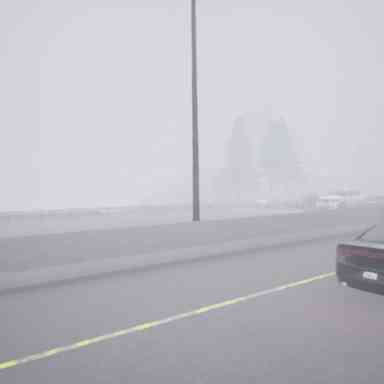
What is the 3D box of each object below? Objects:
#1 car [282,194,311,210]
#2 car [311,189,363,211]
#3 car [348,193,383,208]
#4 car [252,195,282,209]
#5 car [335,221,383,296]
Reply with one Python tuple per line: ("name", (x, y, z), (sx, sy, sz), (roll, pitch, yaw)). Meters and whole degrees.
("car", (11.736, 1.008, 33.848), (4.892, 1.490, 1.837), (-1, 1, -35))
("car", (14.038, 0.722, 31.204), (5.566, 2.045, 2.150), (-1, 0, -35))
("car", (15.506, 1.014, 27.944), (4.892, 1.490, 1.837), (-1, 1, -35))
("car", (8.613, 1.052, 35.924), (4.674, 1.442, 1.812), (-1, 1, -35))
("car", (5.263, 1.332, 7.503), (5.008, 1.535, 1.882), (-1, 1, -36))
